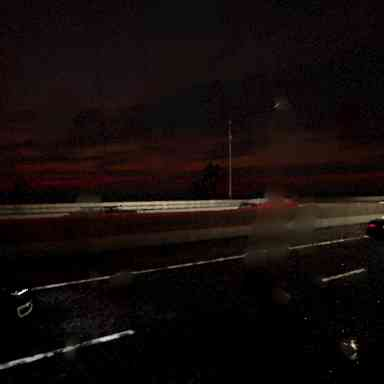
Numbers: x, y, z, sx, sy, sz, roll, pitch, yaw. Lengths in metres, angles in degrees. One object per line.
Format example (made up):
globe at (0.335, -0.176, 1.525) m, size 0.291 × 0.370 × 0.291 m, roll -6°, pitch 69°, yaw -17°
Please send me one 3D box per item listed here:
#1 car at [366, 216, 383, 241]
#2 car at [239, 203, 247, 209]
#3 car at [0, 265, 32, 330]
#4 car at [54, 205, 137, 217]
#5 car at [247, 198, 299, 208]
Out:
car at (10.117, 1.507, 15.267) m, size 5.357 × 1.411 × 2.033 m, roll 0°, pitch 0°, yaw -35°
car at (6.997, 1.430, 34.678) m, size 4.902 × 1.511 × 2.128 m, roll 0°, pitch 0°, yaw -35°
car at (-4.888, 1.507, 4.559) m, size 4.892 × 1.490 × 1.837 m, roll 0°, pitch 0°, yaw -36°
car at (-5.204, 1.477, 17.476) m, size 4.902 × 1.511 × 2.128 m, roll 0°, pitch 0°, yaw -35°
car at (7.856, 1.419, 31.010) m, size 5.008 × 1.535 × 1.882 m, roll 0°, pitch 0°, yaw -35°
